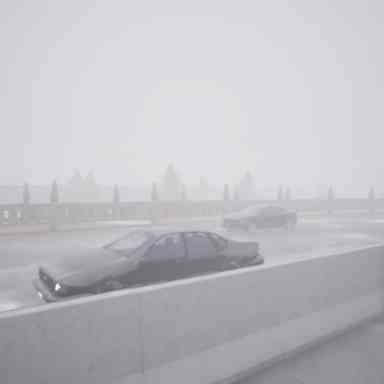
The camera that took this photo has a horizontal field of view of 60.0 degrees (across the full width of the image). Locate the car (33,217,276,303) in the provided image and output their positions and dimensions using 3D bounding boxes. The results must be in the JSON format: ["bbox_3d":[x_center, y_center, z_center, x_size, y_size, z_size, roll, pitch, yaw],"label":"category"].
[{"bbox_3d":[-0.673,1.548,7.800,5.357,1.411,2.033,0,0,-35],"label":"car"}]

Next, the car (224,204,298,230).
[{"bbox_3d":[4.044,1.479,19.514,5.008,1.535,1.882,0,0,-33],"label":"car"}]
